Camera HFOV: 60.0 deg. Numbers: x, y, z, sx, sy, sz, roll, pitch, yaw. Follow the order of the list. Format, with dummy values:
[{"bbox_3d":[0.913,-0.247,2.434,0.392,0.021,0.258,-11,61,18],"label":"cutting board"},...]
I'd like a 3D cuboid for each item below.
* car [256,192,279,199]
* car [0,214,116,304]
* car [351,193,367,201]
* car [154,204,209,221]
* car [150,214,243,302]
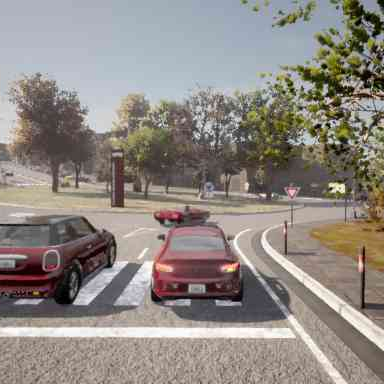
[{"bbox_3d":[14.516,0.569,63.963,1.895,1.301,4.718,-1,2,-28],"label":"car"},{"bbox_3d":[-3.355,1.324,8.233,2.097,1.767,4.553,0,0,1],"label":"car"},{"bbox_3d":[29.234,0.935,56.398,5.357,1.411,2.033,2,0,-34],"label":"car"},{"bbox_3d":[-0.507,1.475,22.218,1.895,1.301,4.718,2,1,27],"label":"car"},{"bbox_3d":[0.105,1.498,8.074,1.812,1.442,4.674,0,0,0],"label":"car"}]
